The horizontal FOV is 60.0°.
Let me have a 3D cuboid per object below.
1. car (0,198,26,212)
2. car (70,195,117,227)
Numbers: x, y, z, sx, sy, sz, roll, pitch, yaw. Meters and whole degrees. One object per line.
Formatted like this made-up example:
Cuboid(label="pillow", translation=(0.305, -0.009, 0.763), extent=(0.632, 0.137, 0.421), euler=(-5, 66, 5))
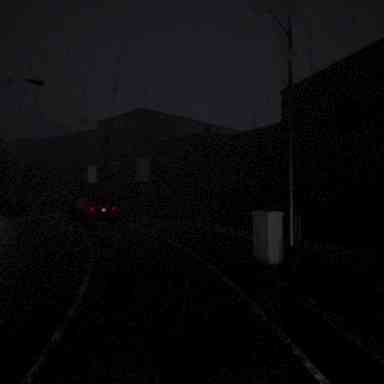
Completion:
Cuboid(label="car", translation=(-20.348, 1.391, 36.762), extent=(5.008, 1.535, 1.882), euler=(0, -1, 35))
Cuboid(label="car", translation=(-6.934, 1.206, 23.174), extent=(2.150, 2.045, 5.566), euler=(1, 0, -31))
